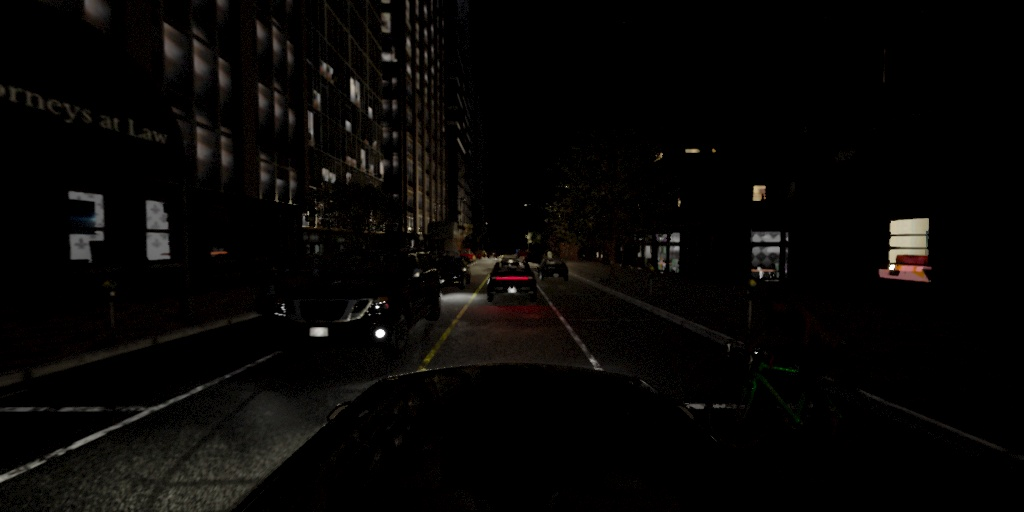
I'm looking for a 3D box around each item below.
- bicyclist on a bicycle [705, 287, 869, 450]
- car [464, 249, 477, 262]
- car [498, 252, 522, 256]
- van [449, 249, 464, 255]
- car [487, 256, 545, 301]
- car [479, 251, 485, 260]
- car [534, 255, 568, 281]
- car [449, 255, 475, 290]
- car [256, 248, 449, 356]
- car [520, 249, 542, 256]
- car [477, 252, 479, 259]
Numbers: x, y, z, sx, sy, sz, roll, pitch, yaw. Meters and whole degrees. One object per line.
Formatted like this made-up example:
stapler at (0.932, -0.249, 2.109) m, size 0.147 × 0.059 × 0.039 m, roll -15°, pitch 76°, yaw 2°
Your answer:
bicyclist on a bicycle at (2.748, 1.135, 3.570) m, size 1.656 × 1.620 × 0.582 m, roll 0°, pitch 1°, yaw 0°
car at (-6.053, 0.059, 45.687) m, size 2.192 × 1.841 × 5.009 m, roll 0°, pitch 0°, yaw 0°
car at (-0.200, 0.542, 36.937) m, size 1.895 × 1.301 × 4.718 m, roll 0°, pitch 1°, yaw 0°
van at (-5.961, 0.340, 34.621) m, size 1.690 × 1.789 × 3.998 m, roll 0°, pitch 0°, yaw 0°
car at (-0.011, 0.936, 15.030) m, size 2.128 × 1.511 × 4.902 m, roll 0°, pitch 1°, yaw 0°
car at (-6.192, -0.092, 62.287) m, size 1.888 × 1.381 × 4.507 m, roll 0°, pitch 0°, yaw 0°
car at (2.530, 0.812, 22.880) m, size 2.007 × 1.370 × 4.403 m, roll 0°, pitch 0°, yaw 0°
car at (-3.229, 0.862, 18.933) m, size 1.837 × 1.490 × 4.892 m, roll 0°, pitch 1°, yaw -1°
car at (-3.153, 0.816, 8.578) m, size 2.150 × 2.045 × 5.566 m, roll 0°, pitch 1°, yaw 0°
car at (2.373, 0.178, 40.214) m, size 2.192 × 1.841 × 5.009 m, roll 0°, pitch 0°, yaw 0°
car at (-6.098, 0.143, 51.051) m, size 1.751 × 1.417 × 4.829 m, roll 0°, pitch 0°, yaw 0°
